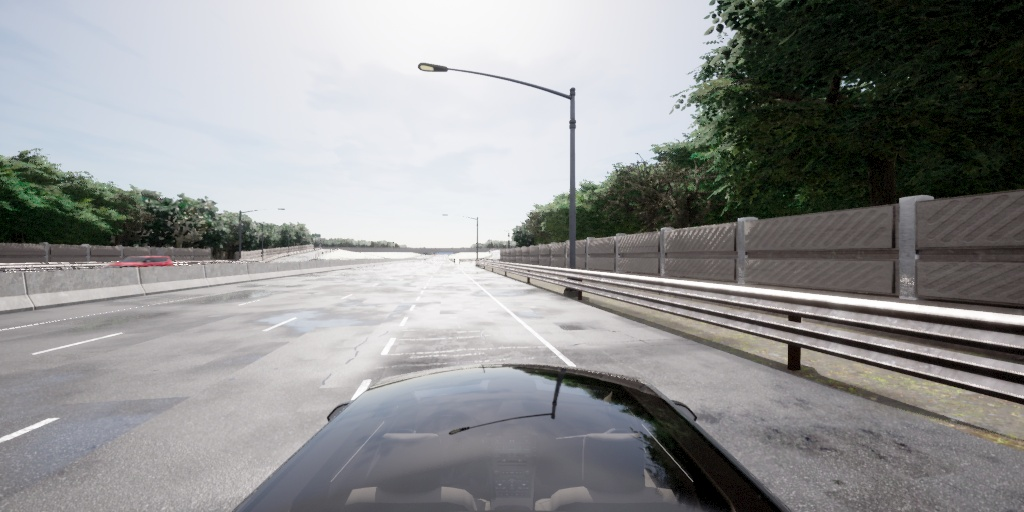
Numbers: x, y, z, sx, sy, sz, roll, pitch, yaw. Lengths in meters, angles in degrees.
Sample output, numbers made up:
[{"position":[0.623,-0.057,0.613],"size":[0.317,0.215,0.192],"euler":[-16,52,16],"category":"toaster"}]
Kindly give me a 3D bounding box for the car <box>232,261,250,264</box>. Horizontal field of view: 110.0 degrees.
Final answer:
[{"position":[-32.551,1.348,43.237],"size":[1.994,1.385,4.181],"euler":[0,0,-10],"category":"car"}]

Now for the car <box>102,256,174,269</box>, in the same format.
[{"position":[-34.265,0.991,33.205],"size":[2.150,2.045,5.566],"euler":[0,0,-11],"category":"car"}]
